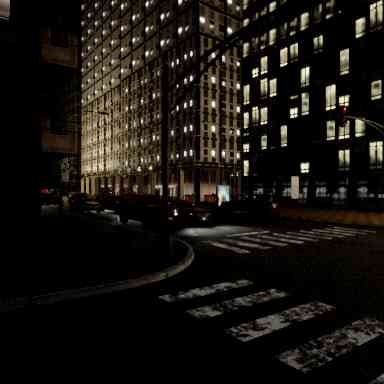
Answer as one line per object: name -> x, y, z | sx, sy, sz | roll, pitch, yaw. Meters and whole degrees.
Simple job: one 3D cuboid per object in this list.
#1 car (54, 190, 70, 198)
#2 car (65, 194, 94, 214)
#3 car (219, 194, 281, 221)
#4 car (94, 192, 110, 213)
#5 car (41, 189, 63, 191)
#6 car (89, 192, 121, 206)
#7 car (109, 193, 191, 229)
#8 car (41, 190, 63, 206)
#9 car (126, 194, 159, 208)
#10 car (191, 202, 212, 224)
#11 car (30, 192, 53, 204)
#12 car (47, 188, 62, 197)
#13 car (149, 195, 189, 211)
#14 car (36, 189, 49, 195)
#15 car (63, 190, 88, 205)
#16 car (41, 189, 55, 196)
car -> -25.274, 0.309, 64.632 | 1.887, 1.381, 4.507 | 1, 0, -36
car -> -9.136, 1.067, 28.266 | 1.802, 1.307, 4.206 | 2, 0, -36
car -> 4.140, 1.027, 24.287 | 2.192, 1.841, 5.009 | 1, 0, -36
car -> -6.449, 0.988, 28.954 | 1.882, 1.535, 5.008 | 0, 1, -36
car -> -25.554, 0.382, 60.590 | 1.994, 1.385, 4.181 | 0, 1, -36
car -> -10.518, 0.796, 39.967 | 2.128, 1.511, 4.902 | 0, 1, -36
car -> -2.595, 1.008, 19.302 | 2.192, 1.841, 5.009 | 2, 0, -36
car -> -15.669, 0.827, 37.229 | 2.008, 1.369, 4.403 | 2, 0, -36
car -> -5.669, 0.965, 37.736 | 1.947, 1.339, 4.313 | 1, 0, -36
car -> -0.671, 1.220, 21.026 | 1.812, 1.442, 4.674 | 0, 1, -36
car -> -18.936, 0.752, 41.710 | 1.802, 1.307, 4.206 | 2, 0, -36
car -> -28.538, 0.099, 69.114 | 1.967, 1.590, 4.097 | 1, 0, -36
car -> -2.402, 1.070, 33.253 | 1.947, 1.339, 4.313 | 1, 0, -36
car -> -35.076, -0.011, 78.080 | 1.887, 1.381, 4.507 | 1, 0, -36
car -> -12.340, 0.813, 37.053 | 2.128, 1.511, 4.902 | 0, 1, -36
car -> -31.808, 0.096, 73.597 | 1.887, 1.381, 4.507 | 1, 0, -36
